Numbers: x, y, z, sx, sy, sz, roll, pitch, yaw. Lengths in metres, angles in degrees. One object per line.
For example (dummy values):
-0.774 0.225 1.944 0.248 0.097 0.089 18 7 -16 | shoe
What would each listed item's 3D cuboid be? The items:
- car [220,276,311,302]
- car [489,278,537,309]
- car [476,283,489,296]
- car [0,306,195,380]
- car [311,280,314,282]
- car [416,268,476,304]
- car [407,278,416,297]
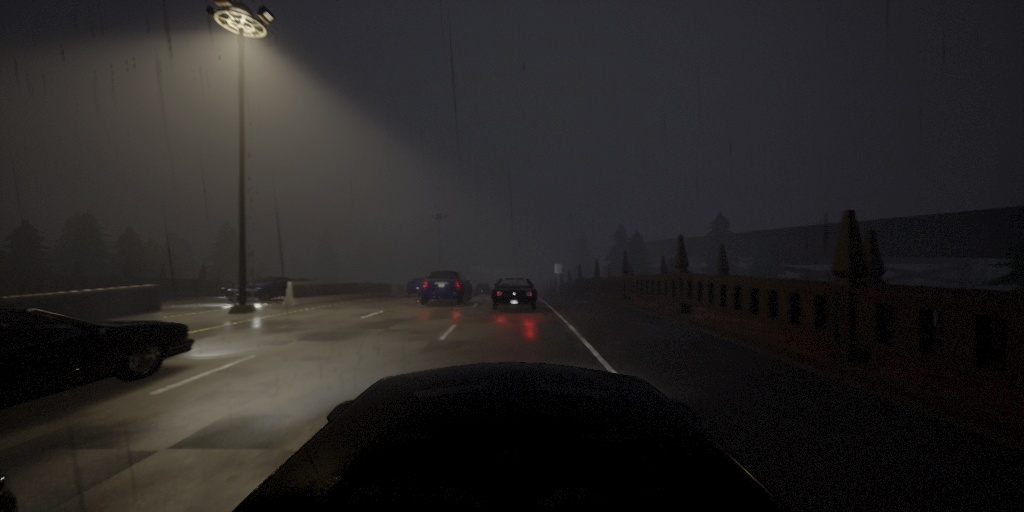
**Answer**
-14.099 1.857 20.822 1.812 1.442 4.674 0 -4 0 | car
0.099 1.699 16.898 1.895 1.301 4.718 0 -3 0 | car
-3.403 4.010 43.018 1.837 1.490 4.892 0 -6 0 | car
-6.900 1.308 4.223 2.033 1.411 5.357 0 0 0 | car
-17.595 2.481 29.064 1.882 1.535 5.008 0 -6 0 | car
-3.401 1.590 19.427 2.097 1.767 4.553 0 -4 0 | car
-6.902 2.439 28.698 1.882 1.535 5.008 0 -6 0 | car
